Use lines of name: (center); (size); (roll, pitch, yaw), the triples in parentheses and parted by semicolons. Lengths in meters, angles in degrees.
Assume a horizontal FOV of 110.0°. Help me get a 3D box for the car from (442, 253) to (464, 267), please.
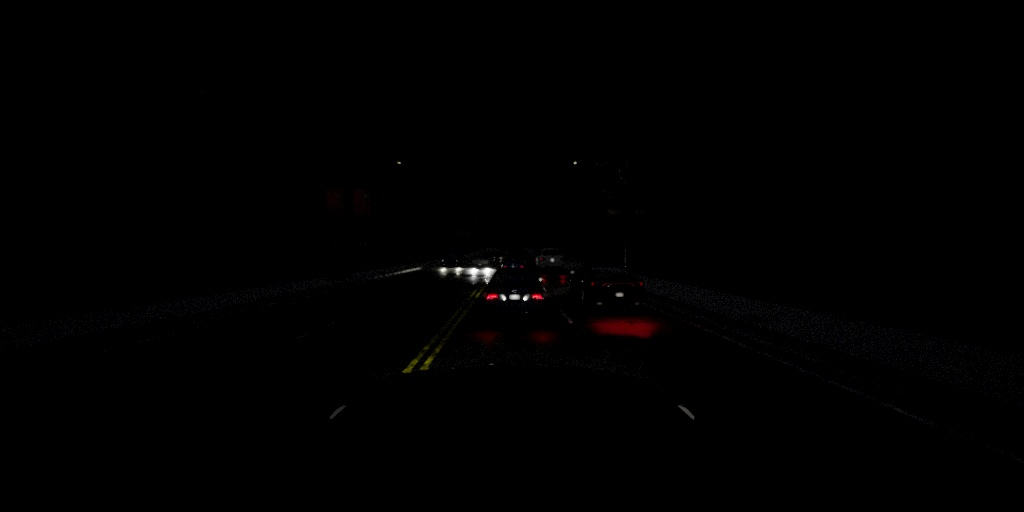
car: (-6.595, 0.418, 40.287); (1.882, 1.535, 5.008); (0, 1, 0)

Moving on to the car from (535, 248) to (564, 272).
car: (3.344, 0.335, 32.345); (2.150, 2.045, 5.566); (0, 1, 0)

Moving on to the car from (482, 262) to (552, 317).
car: (0.081, 1.089, 12.029); (2.033, 1.411, 5.357); (0, 1, 0)

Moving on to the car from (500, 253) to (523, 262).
car: (0.086, 0.746, 28.412); (2.033, 1.411, 5.357); (0, 1, 0)

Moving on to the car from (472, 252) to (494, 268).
car: (-3.348, 0.554, 39.695); (1.895, 1.301, 4.718); (0, 1, 0)

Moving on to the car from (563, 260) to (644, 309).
car: (3.333, 0.988, 13.541); (1.882, 1.535, 5.008); (0, 1, 0)
